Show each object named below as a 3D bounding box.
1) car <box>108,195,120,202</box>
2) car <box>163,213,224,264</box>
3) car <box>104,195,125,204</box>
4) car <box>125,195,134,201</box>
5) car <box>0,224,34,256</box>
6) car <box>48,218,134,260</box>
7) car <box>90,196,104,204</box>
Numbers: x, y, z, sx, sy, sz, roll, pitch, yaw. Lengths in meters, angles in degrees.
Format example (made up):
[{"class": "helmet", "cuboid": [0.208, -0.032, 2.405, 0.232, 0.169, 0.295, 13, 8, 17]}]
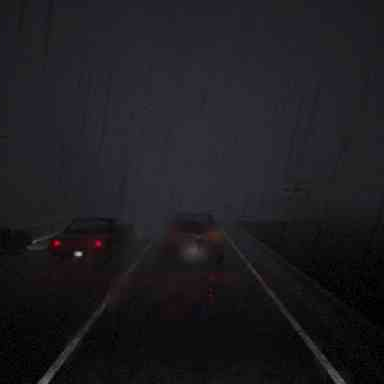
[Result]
[{"class": "car", "cuboid": [-18.500, 1.479, 79.293, 1.812, 1.442, 4.674, 0, 0, 0]}, {"class": "car", "cuboid": [0.057, 1.483, 11.744, 2.128, 1.511, 4.902, 0, 0, 0]}, {"class": "car", "cuboid": [-15.002, 1.323, 64.890, 2.097, 1.767, 4.553, 0, 0, 0]}, {"class": "car", "cuboid": [-15.000, 1.508, 78.974, 1.994, 1.385, 4.181, 0, 0, 0]}, {"class": "car", "cuboid": [-6.955, 1.543, 10.180, 2.033, 1.411, 5.357, 0, 0, 0]}, {"class": "car", "cuboid": [-3.438, 1.595, 12.349, 1.895, 1.301, 4.718, 0, 0, 0]}, {"class": "car", "cuboid": [-18.500, 1.446, 65.501, 1.882, 1.535, 5.008, 0, 0, 0]}]
